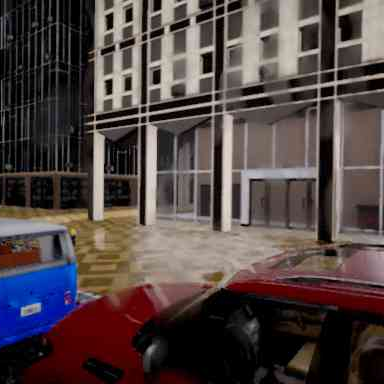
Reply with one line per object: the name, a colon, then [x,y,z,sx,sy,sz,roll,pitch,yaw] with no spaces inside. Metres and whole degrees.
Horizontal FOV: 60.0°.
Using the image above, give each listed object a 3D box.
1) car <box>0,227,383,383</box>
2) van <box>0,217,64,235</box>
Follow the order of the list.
car: [0.994,1.313,2.153,5.009,1.841,2.192,0,1,36]
van: [-3.626,1.301,5.464,3.998,1.788,1.690,0,1,36]
